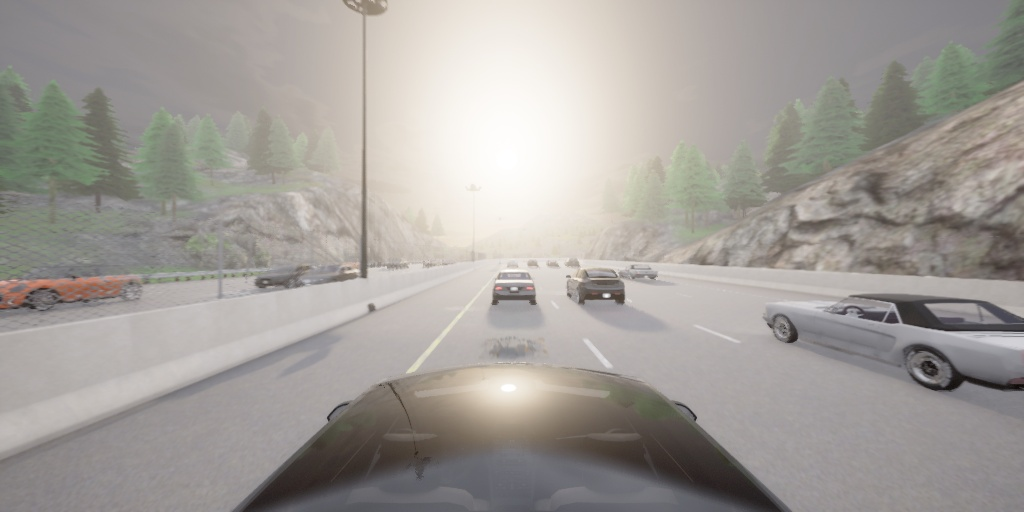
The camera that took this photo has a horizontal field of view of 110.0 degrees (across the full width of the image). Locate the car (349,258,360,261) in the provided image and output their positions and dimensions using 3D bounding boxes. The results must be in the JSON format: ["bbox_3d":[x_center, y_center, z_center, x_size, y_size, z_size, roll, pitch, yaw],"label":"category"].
[{"bbox_3d":[-21.026,1.102,48.139,2.097,1.767,4.553,0,0,1],"label":"car"}]

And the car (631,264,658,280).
[{"bbox_3d":[10.617,1.350,30.547,1.895,1.301,4.718,0,0,0],"label":"car"}]

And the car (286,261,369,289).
[{"bbox_3d":[-10.581,1.243,21.109,2.128,1.511,4.902,0,0,0],"label":"car"}]

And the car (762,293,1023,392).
[{"bbox_3d":[7.105,1.351,6.712,1.895,1.301,4.718,0,0,0],"label":"car"}]

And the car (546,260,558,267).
[{"bbox_3d":[7.131,1.350,64.470,1.895,1.301,4.718,0,0,0],"label":"car"}]

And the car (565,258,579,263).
[{"bbox_3d":[10.630,1.101,63.802,2.097,1.767,4.553,0,0,0],"label":"car"}]

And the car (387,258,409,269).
[{"bbox_3d":[-17.508,1.102,55.215,2.097,1.767,4.553,0,0,1],"label":"car"}]

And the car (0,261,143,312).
[{"bbox_3d":[-17.587,1.103,14.086,2.097,1.767,4.553,0,0,0],"label":"car"}]

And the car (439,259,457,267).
[{"bbox_3d":[-10.490,1.224,60.957,1.882,1.535,5.008,0,0,1],"label":"car"}]

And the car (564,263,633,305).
[{"bbox_3d":[3.606,1.255,16.086,1.837,1.490,4.892,0,0,0],"label":"car"}]

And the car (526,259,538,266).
[{"bbox_3d":[3.630,1.254,64.693,1.837,1.490,4.892,0,0,0],"label":"car"}]

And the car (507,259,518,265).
[{"bbox_3d":[0.133,1.275,64.814,1.812,1.442,4.674,0,0,0],"label":"car"}]

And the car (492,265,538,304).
[{"bbox_3d":[0.089,1.298,16.168,2.033,1.411,5.357,0,0,0],"label":"car"}]

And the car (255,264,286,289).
[{"bbox_3d":[-14.079,1.256,22.907,1.837,1.490,4.892,0,0,0],"label":"car"}]
